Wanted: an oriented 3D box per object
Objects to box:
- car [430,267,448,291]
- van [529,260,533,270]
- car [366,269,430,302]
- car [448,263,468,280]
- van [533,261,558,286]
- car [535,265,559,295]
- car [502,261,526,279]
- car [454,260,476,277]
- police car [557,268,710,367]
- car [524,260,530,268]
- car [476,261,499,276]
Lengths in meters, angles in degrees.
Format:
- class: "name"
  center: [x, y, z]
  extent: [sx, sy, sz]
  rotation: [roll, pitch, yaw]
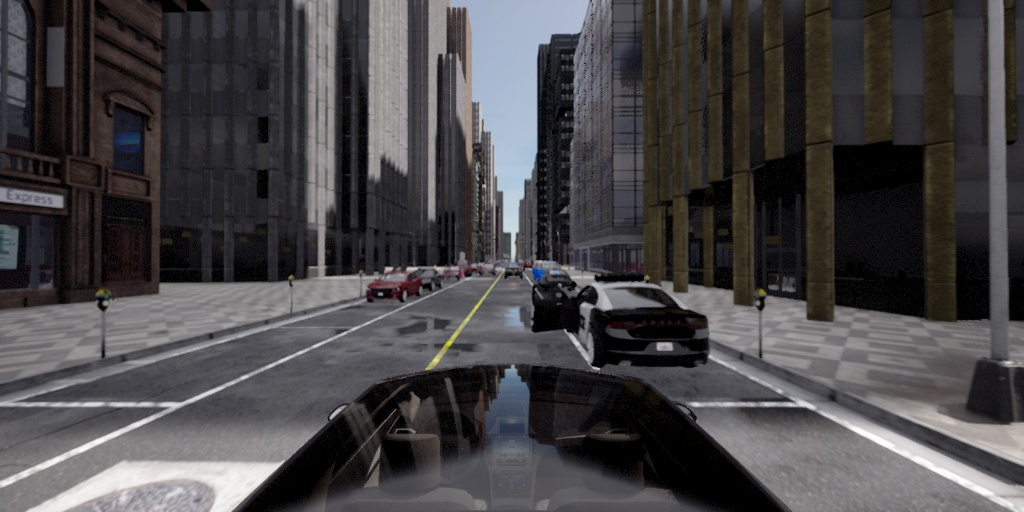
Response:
- class: "car"
  center: [-5.701, 1.511, 23.473]
  extent: [1.948, 1.339, 4.313]
  rotation: [0, 0, 0]
- class: "van"
  center: [2.855, 1.383, 34.703]
  extent: [1.690, 1.789, 3.998]
  rotation: [0, 0, 0]
- class: "car"
  center: [-5.717, 1.440, 17.854]
  extent: [1.888, 1.381, 4.507]
  rotation: [0, 0, 0]
- class: "car"
  center: [-5.670, 1.628, 34.708]
  extent: [1.802, 1.307, 4.207]
  rotation: [0, 0, 0]
- class: "van"
  center: [2.839, 1.333, 29.085]
  extent: [1.690, 1.789, 3.998]
  rotation: [0, 0, 0]
- class: "car"
  center: [2.824, 1.492, 23.466]
  extent: [2.007, 1.370, 4.403]
  rotation: [0, 0, 0]
- class: "car"
  center: [0.177, 1.574, 37.477]
  extent: [1.837, 1.490, 4.892]
  rotation: [0, 0, 0]
- class: "car"
  center: [-5.655, 1.412, 40.326]
  extent: [2.192, 1.841, 5.009]
  rotation: [0, 0, 0]
- class: "police car"
  center: [2.385, 1.231, 8.169]
  extent: [1.930, 1.638, 5.238]
  rotation: [0, -1, 0]
- class: "car"
  center: [2.932, 1.615, 62.795]
  extent: [2.192, 1.841, 5.009]
  rotation: [0, 0, 0]
- class: "car"
  center: [-2.909, 1.648, 43.290]
  extent: [1.812, 1.442, 4.674]
  rotation: [0, -1, 1]
